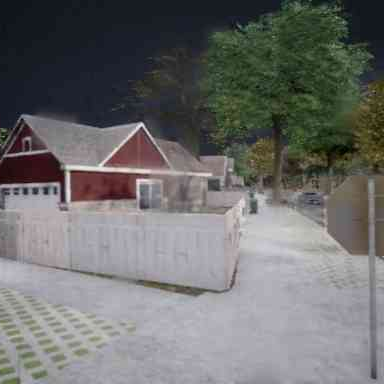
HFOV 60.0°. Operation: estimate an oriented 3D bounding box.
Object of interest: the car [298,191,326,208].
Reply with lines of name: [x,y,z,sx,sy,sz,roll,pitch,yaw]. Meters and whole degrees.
car: [11.240,0.605,31.491,1.882,1.535,5.008,-1,1,10]
